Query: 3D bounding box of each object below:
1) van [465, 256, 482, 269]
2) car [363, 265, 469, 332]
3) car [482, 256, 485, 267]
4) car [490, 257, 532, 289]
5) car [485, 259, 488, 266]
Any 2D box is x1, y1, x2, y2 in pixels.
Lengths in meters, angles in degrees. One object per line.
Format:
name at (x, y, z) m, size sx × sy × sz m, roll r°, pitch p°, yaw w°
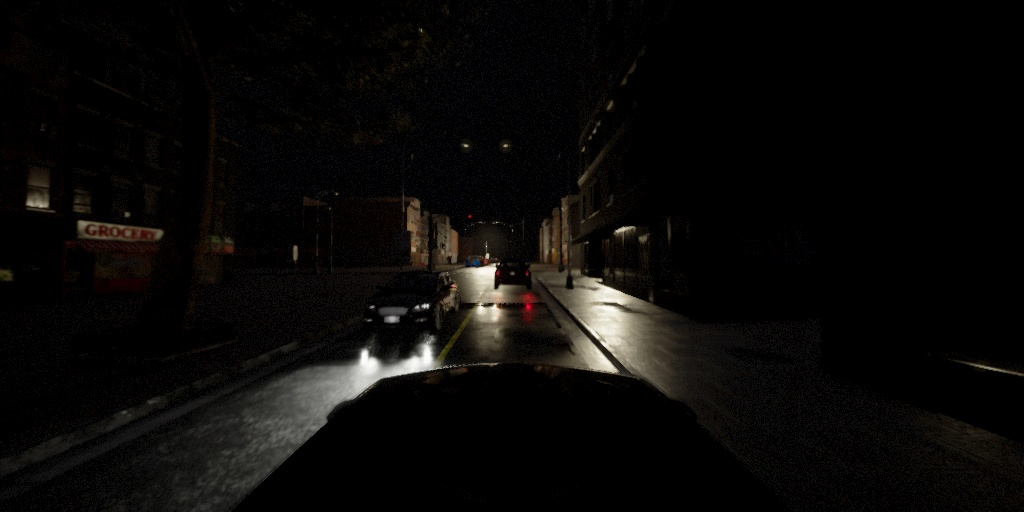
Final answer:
van at (-5.436, 0.836, 49.048) m, size 1.690 × 1.789 × 3.998 m, roll 0°, pitch 0°, yaw 0°
car at (-2.786, 1.197, 10.828) m, size 2.128 × 1.511 × 4.902 m, roll 0°, pitch 1°, yaw 1°
car at (-5.445, 1.066, 52.368) m, size 2.007 × 1.370 × 4.403 m, roll 0°, pitch 0°, yaw 0°
car at (0.040, 0.911, 21.214) m, size 2.097 × 1.767 × 4.553 m, roll 0°, pitch 1°, yaw 0°
car at (-5.460, 0.862, 57.353) m, size 2.192 × 1.841 × 5.009 m, roll 0°, pitch 0°, yaw 0°
